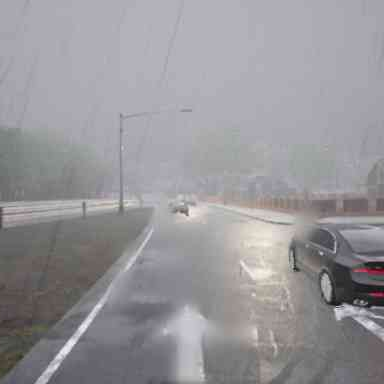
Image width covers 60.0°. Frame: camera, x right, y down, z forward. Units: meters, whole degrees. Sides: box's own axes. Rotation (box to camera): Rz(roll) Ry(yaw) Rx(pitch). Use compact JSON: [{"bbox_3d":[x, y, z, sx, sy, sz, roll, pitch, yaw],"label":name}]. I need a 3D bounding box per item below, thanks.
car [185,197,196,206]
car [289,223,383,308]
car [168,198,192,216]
[{"bbox_3d":[-0.531,1.550,54.184,2.033,1.411,5.357,0,0,-9],"label":"car"},{"bbox_3d":[3.638,1.493,7.870,1.837,1.490,4.892,0,0,4],"label":"car"},{"bbox_3d":[-1.406,1.569,32.207,1.895,1.301,4.718,0,0,-5],"label":"car"}]
